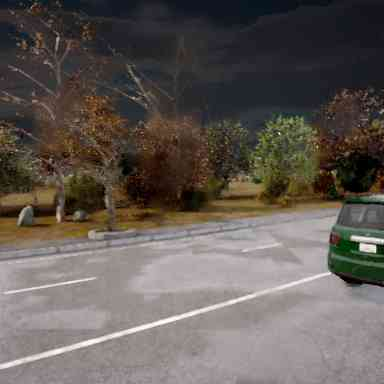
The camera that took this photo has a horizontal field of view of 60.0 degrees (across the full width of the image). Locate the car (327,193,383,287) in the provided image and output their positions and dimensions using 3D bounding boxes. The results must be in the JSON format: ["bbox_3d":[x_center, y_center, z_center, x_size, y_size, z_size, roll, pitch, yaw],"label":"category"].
[{"bbox_3d":[5.432,1.008,7.629,5.566,2.045,2.150,-3,2,-35],"label":"car"}]
